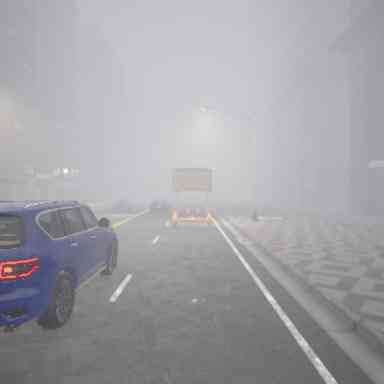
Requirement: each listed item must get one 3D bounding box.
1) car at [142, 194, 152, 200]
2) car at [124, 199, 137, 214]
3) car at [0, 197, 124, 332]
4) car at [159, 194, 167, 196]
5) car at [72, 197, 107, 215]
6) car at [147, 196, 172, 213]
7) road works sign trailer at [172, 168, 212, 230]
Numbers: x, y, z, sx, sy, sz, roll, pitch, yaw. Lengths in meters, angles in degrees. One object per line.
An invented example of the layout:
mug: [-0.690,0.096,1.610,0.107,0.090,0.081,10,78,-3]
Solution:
car: [-9.769,1.093,73.716,2.033,1.411,5.357,0,0,0]
car: [-6.603,1.369,32.640,1.994,1.385,4.181,0,0,0]
car: [-3.150,1.181,6.994,2.150,2.045,5.566,0,1,0]
car: [-6.519,1.148,73.686,1.895,1.301,4.718,0,0,0]
car: [-9.853,1.283,32.531,1.882,1.535,5.008,0,0,0]
car: [-3.159,1.362,33.897,1.994,1.385,4.181,0,0,0]
road works sign trailer: [0.010,0.343,20.135,2.380,3.560,2.880,0,0,0]
